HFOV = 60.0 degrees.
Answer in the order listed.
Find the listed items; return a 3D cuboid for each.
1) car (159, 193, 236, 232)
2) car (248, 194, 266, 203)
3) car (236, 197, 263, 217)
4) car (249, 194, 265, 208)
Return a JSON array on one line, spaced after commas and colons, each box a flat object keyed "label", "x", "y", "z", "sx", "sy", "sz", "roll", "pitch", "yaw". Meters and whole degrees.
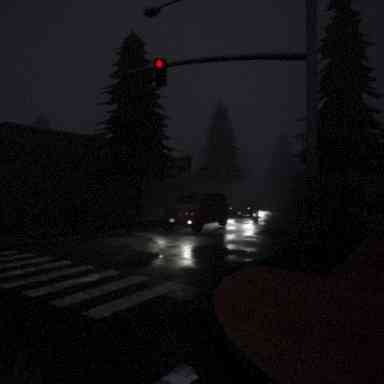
[{"label": "car", "x": 0.321, "y": 1.078, "z": 19.445, "sx": 2.150, "sy": 2.045, "sz": 5.566, "roll": 0, "pitch": 0, "yaw": 30}, {"label": "car", "x": 11.395, "y": 1.060, "z": 58.549, "sx": 1.812, "sy": 1.442, "sz": 4.674, "roll": 0, "pitch": 0, "yaw": -8}, {"label": "car", "x": 4.533, "y": 1.370, "z": 28.532, "sx": 1.895, "sy": 1.301, "sz": 4.718, "roll": 0, "pitch": 0, "yaw": 20}, {"label": "car", "x": 7.299, "y": 1.179, "z": 38.486, "sx": 2.128, "sy": 1.511, "sz": 4.902, "roll": 0, "pitch": 0, "yaw": 11}]
